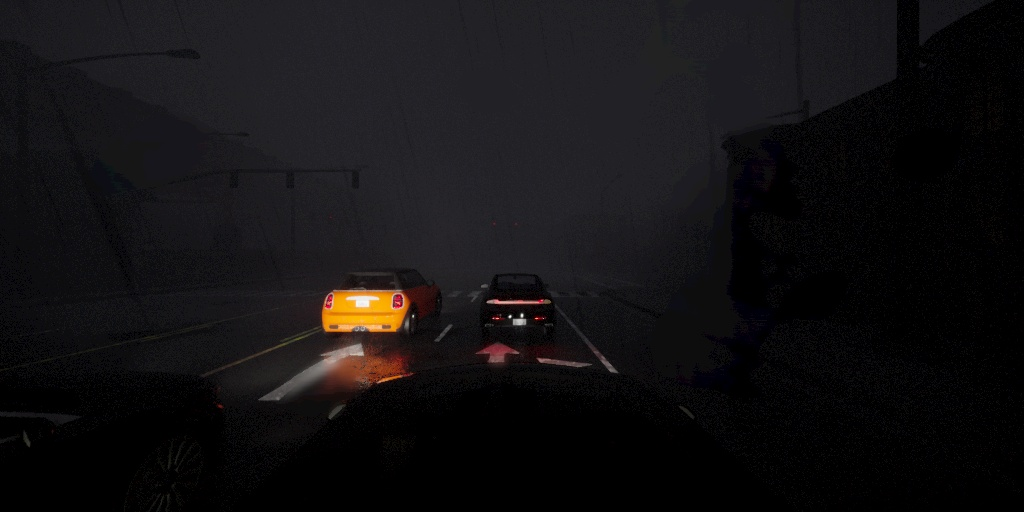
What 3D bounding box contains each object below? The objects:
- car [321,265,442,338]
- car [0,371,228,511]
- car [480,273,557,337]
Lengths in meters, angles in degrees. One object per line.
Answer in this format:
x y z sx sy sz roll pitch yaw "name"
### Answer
-3.405 1.102 10.286 2.097 1.767 4.553 0 0 0 "car"
-3.399 1.241 1.136 2.128 1.511 4.902 0 0 0 "car"
0.104 1.242 10.332 2.128 1.511 4.902 0 0 -1 "car"
